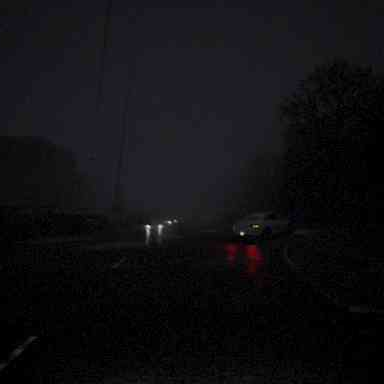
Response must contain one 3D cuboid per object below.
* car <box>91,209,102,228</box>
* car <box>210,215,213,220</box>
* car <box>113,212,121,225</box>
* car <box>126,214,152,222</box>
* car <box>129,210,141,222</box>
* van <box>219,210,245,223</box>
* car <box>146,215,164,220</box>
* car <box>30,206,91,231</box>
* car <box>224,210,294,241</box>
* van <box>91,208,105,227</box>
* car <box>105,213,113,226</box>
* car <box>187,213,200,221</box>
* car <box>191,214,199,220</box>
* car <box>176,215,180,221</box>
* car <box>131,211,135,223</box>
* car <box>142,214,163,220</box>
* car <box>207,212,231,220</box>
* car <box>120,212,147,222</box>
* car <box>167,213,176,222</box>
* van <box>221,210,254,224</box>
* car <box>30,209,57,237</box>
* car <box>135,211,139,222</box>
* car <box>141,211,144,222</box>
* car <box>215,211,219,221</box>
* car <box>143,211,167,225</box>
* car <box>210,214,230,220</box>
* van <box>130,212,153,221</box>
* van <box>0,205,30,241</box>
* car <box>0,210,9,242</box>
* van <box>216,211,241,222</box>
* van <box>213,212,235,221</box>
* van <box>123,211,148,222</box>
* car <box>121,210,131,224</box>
[{"bbox_3d":[-11.118,2.585,29.798,5.366,1.575,1.946,1,-4,-20],"label":"car"},{"bbox_3d":[6.961,5.400,70.468,4.892,1.521,2.231,2,-5,-19],"label":"car"},{"bbox_3d":[-11.383,3.175,38.457,5.366,1.575,1.946,1,-4,-19],"label":"car"},{"bbox_3d":[-10.870,5.199,67.776,5.008,1.535,2.097,1,-4,-19],"label":"car"},{"bbox_3d":[-11.077,4.049,53.153,4.553,1.767,2.185,1,-4,-19],"label":"car"},{"bbox_3d":[6.597,3.531,46.945,4.442,1.987,1.878,2,-4,-19],"label":"van"},{"bbox_3d":[-10.582,7.147,94.109,4.674,1.452,2.002,1,-5,-19],"label":"car"},{"bbox_3d":[-11.294,2.140,26.832,5.566,2.045,2.435,0,-4,-20],"label":"car"},{"bbox_3d":[4.145,1.892,19.182,1.812,1.442,4.674,-6,-2,41],"label":"car"},{"bbox_3d":[-11.160,2.560,32.722,4.442,1.987,1.878,1,-4,-19],"label":"van"},{"bbox_3d":[-11.264,3.011,35.577,4.792,1.488,2.163,1,-4,-19],"label":"car"},{"bbox_3d":[0.622,5.581,74.980,2.097,1.767,4.553,0,-4,1],"label":"car"},{"bbox_3d":[0.735,6.349,85.020,1.994,1.385,4.181,0,-4,1],"label":"car"},{"bbox_3d":[-4.369,5.644,75.820,2.097,1.767,4.553,0,-4,1],"label":"car"},{"bbox_3d":[-11.075,3.804,47.298,4.792,1.488,2.163,1,-4,-19],"label":"car"},{"bbox_3d":[-10.785,6.889,91.118,5.366,1.575,1.946,1,-4,-19],"label":"car"},{"bbox_3d":[7.146,6.424,88.092,5.566,2.045,2.435,2,-4,-19],"label":"car"},{"bbox_3d":[-10.914,4.660,61.941,4.553,1.767,2.185,1,-4,-19],"label":"car"},{"bbox_3d":[-4.569,4.799,60.960,1.994,1.385,4.181,0,-4,1],"label":"car"},{"bbox_3d":[6.848,3.740,49.969,4.442,1.987,1.878,2,-4,-19],"label":"van"},{"bbox_3d":[-11.347,2.046,20.948,4.892,1.521,2.231,0,-2,-20],"label":"car"},{"bbox_3d":[-11.067,3.975,50.220,4.892,1.521,2.231,1,-4,-19],"label":"car"},{"bbox_3d":[-11.038,4.126,56.077,5.566,2.045,2.435,1,-4,-19],"label":"car"},{"bbox_3d":[6.805,4.405,55.779,4.674,1.452,2.002,2,-4,-19],"label":"car"},{"bbox_3d":[-4.818,3.558,43.782,1.837,1.490,4.892,0,-4,1],"label":"car"},{"bbox_3d":[7.160,6.493,85.161,4.792,1.488,2.163,2,-5,-19],"label":"car"},{"bbox_3d":[-10.739,5.185,70.762,4.442,1.987,1.878,1,-5,-19],"label":"van"},{"bbox_3d":[-11.483,1.678,17.999,4.442,1.987,1.878,0,-2,-20],"label":"van"},{"bbox_3d":[-11.393,1.784,15.108,4.892,1.521,2.231,0,-2,-20],"label":"car"},{"bbox_3d":[7.015,4.761,64.652,4.442,1.987,1.878,2,-5,-19],"label":"van"},{"bbox_3d":[7.111,5.390,73.465,4.442,1.987,1.878,2,-5,-19],"label":"van"},{"bbox_3d":[-11.021,4.766,64.824,4.442,1.987,1.878,1,-4,-19],"label":"van"},{"bbox_3d":[-11.316,3.571,44.304,5.366,1.575,1.946,1,-4,-19],"label":"car"}]
